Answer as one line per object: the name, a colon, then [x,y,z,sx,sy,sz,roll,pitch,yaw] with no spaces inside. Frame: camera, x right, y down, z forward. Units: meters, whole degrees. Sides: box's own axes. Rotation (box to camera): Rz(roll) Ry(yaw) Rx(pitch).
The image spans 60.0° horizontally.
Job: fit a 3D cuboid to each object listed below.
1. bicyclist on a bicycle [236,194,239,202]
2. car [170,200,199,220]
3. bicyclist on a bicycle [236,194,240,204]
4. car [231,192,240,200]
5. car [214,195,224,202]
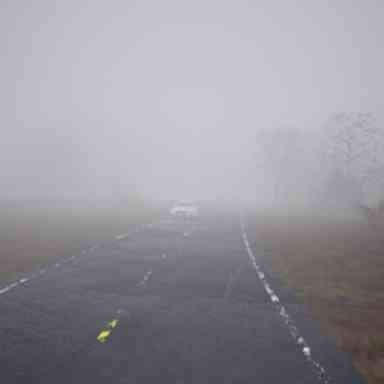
bicyclist on a bicycle: [9.178,1.258,66.419,0.582,1.620,1.656,-1,0,8]
car: [-0.519,1.433,27.211,1.812,1.442,4.674,0,0,8]
bicyclist on a bicycle: [7.977,1.266,58.143,0.866,1.612,1.509,0,0,8]
car: [10.758,1.285,82.847,1.812,1.442,4.674,0,0,8]
car: [5.416,1.307,67.115,1.837,1.490,4.892,0,0,9]
